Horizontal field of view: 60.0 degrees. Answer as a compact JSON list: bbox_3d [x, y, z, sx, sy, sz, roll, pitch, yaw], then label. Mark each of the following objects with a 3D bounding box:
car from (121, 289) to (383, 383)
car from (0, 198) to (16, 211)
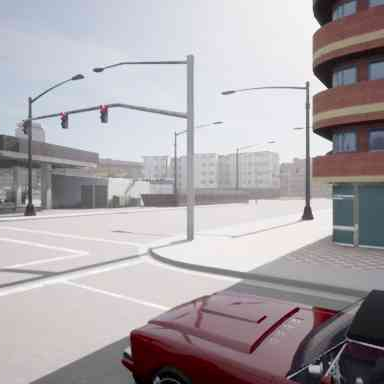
[{"bbox_3d":[1.605,1.601,2.828,4.718,1.301,1.895,0,0,36],"label":"car"},{"bbox_3d":[-22.264,1.456,38.776,3.806,1.475,1.970,0,0,36],"label":"car"}]
